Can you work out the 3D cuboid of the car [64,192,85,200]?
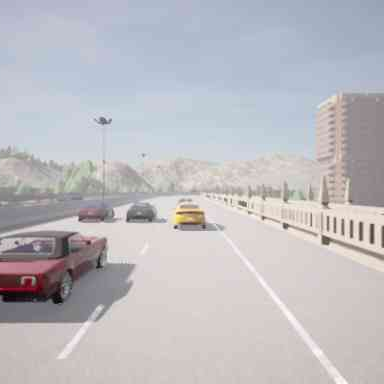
[{"bbox_3d":[-18.680,0.977,52.575,2.150,2.045,5.566,0,0,-2],"label":"car"}]

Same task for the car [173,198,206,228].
[{"bbox_3d":[-0.173,1.384,21.362,1.882,1.535,5.008,0,0,-1],"label":"car"}]

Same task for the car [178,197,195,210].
[{"bbox_3d":[-0.735,1.384,41.099,1.994,1.385,4.181,0,0,-2],"label":"car"}]

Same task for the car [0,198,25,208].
[{"bbox_3d":[-21.833,1.428,39.365,1.895,1.301,4.718,0,0,-1],"label":"car"}]

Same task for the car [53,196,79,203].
[{"bbox_3d":[-14.789,1.435,37.758,1.895,1.301,4.718,0,0,-1],"label":"car"}]

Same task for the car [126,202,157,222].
[{"bbox_3d":[-3.786,1.452,25.428,1.994,1.385,4.181,0,0,-2],"label":"car"}]

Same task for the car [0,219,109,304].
[{"bbox_3d":[-3.426,1.565,7.998,1.895,1.301,4.718,0,0,0],"label":"car"}]

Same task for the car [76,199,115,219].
[{"bbox_3d":[-7.294,1.451,25.681,1.994,1.385,4.181,0,0,-2],"label":"car"}]
